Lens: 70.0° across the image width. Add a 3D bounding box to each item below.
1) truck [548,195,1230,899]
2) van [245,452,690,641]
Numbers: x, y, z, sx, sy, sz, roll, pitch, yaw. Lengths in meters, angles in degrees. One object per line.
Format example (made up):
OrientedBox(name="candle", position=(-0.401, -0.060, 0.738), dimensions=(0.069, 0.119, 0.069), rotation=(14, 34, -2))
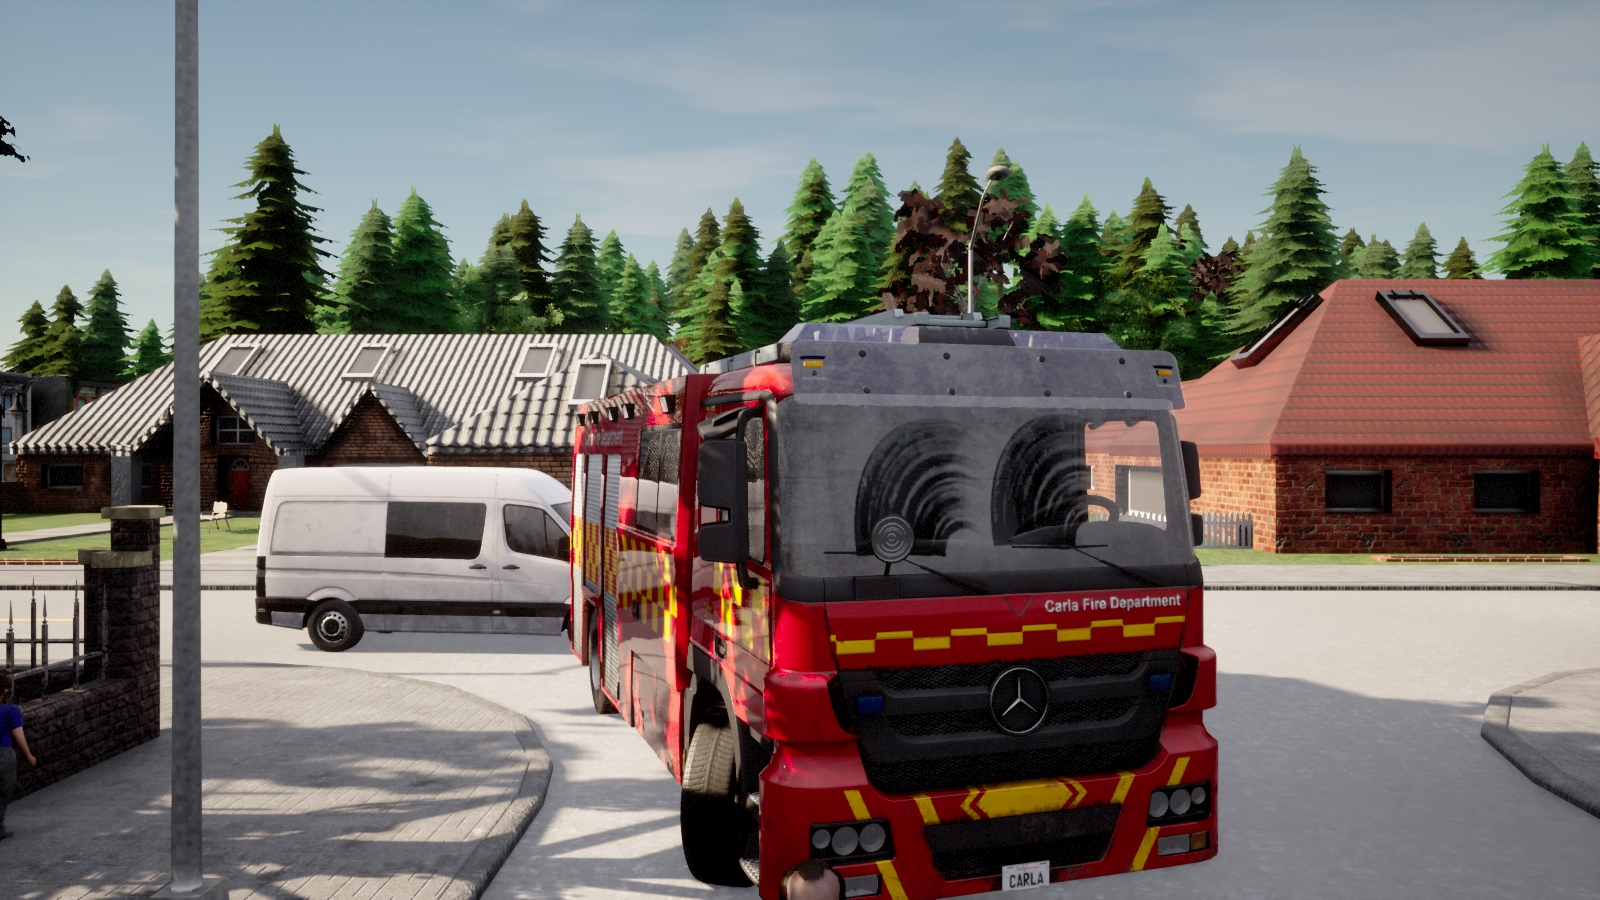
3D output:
OrientedBox(name="truck", position=(-0.279, 0.670, 10.050), dimensions=(2.891, 3.827, 8.468), rotation=(0, 0, -19))
OrientedBox(name="van", position=(-4.701, 1.314, 16.673), dimensions=(5.915, 2.561, 1.988), rotation=(0, 0, 4))
